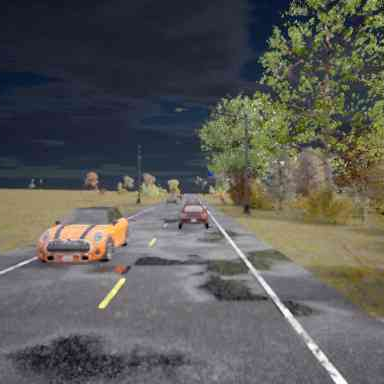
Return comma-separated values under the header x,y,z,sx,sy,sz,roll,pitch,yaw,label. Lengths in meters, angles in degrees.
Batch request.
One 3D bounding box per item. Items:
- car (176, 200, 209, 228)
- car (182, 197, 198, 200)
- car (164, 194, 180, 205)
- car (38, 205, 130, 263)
x,y,z,sx,sy,sz,roll,pitch,yaw,label
0.102,1.477,21.647,1.812,1.442,4.674,0,0,0,car
0.102,1.458,40.766,2.033,1.411,5.357,0,0,0,car
-3.551,1.384,56.929,1.837,1.490,4.892,0,0,1,car
-3.600,1.325,11.863,2.097,1.767,4.553,0,0,0,car
